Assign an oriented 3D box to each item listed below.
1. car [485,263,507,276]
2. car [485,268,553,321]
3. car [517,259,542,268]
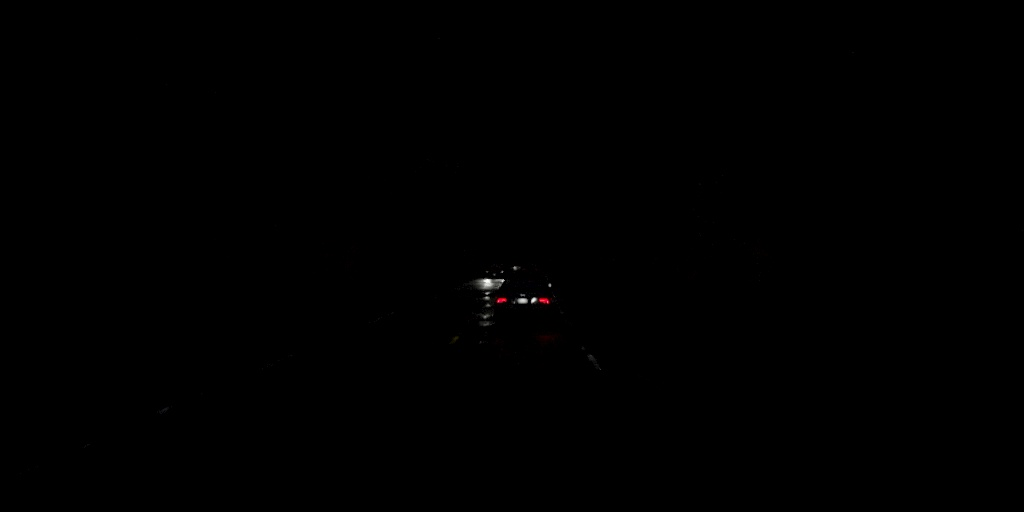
[{"bbox_3d":[-1.403,1.376,34.031,1.812,1.442,4.674,0,0,4],"label":"car"},{"bbox_3d":[0.439,1.333,12.716,2.033,1.411,5.357,0,0,3],"label":"car"},{"bbox_3d":[1.795,1.334,33.978,1.882,1.535,5.008,0,0,4],"label":"car"}]
